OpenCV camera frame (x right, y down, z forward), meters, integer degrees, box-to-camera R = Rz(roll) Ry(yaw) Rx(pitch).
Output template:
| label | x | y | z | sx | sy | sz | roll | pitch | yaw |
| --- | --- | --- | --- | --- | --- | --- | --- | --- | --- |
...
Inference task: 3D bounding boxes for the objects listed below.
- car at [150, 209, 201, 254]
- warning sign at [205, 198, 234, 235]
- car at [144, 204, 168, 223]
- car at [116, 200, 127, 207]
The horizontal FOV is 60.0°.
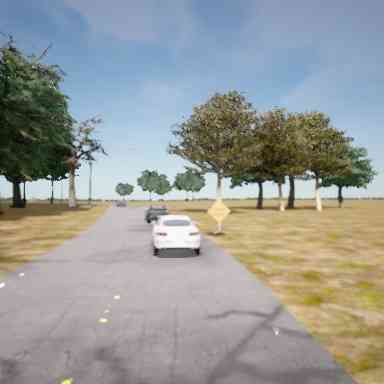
| label | x | y | z | sx | sy | sz | roll | pitch | yaw |
| --- | --- | --- | --- | --- | --- | --- | --- | --- | --- |
| car | -0.734 | 1.671 | 14.098 | 1.812 | 1.442 | 4.674 | 0 | 0 | -6 |
| warning sign | 1.461 | 1.312 | 17.989 | 1.300 | 1.860 | 1.060 | -2 | -2 | -8 |
| car | -3.063 | 1.779 | 28.687 | 2.128 | 1.511 | 4.902 | 1 | 0 | -11 |
| car | -13.569 | 2.185 | 64.102 | 2.033 | 1.411 | 5.357 | 1 | -1 | -14 |
